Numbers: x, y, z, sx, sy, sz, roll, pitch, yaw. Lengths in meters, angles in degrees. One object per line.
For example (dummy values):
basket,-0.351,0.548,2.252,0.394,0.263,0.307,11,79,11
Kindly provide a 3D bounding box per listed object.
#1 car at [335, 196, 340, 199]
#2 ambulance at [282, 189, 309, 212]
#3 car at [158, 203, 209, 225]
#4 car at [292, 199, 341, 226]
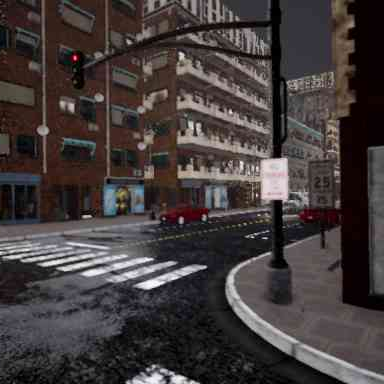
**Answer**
car,25.070,1.365,58.746,1.947,1.339,4.313,-1,0,36
ambulance,10.643,0.909,34.557,2.351,2.431,6.366,-1,0,36
car,-0.544,1.535,24.055,1.887,1.381,4.507,-1,0,36
car,8.381,1.379,21.663,1.887,1.381,4.507,-1,0,36
